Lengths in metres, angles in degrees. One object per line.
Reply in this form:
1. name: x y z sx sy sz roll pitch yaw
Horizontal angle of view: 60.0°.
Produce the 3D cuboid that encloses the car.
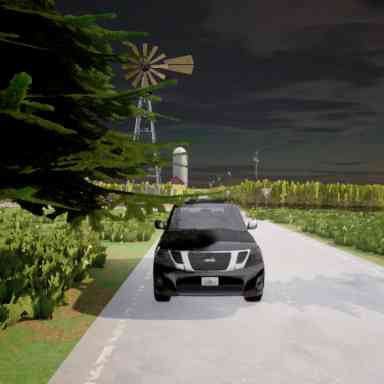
1. car: 0.333 1.221 8.623 2.150 2.045 5.566 0 0 0
